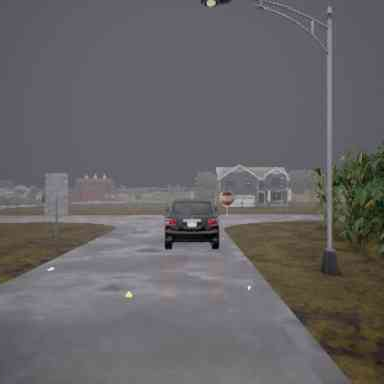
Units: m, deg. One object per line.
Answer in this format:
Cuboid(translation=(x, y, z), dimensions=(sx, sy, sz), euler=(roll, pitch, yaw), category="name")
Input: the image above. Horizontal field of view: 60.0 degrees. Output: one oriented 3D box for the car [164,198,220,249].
Cuboid(translation=(0.000, 1.279, 14.682), dimensions=(2.150, 2.045, 5.566), euler=(0, 0, 0), category="car")
